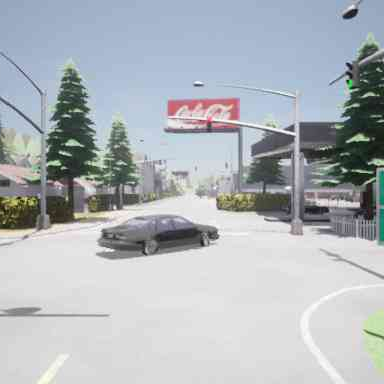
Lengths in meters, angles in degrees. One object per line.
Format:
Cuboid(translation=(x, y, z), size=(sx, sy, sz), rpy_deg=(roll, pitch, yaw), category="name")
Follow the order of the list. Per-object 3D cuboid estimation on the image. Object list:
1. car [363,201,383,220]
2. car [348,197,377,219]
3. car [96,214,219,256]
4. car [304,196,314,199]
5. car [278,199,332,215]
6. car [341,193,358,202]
Cuboid(translation=(18.631, 1.665, 30.636), size=(4.611, 1.667, 2.242), rpy_deg=(0, 0, 0), category="car")
Cuboid(translation=(14.317, 1.499, 24.956), size=(3.866, 1.878, 1.905), rpy_deg=(0, 0, 0), category="car")
Cuboid(translation=(-1.195, 1.633, 13.715), size=(2.033, 1.411, 5.357), rpy_deg=(1, 0, 44), category="car")
Cuboid(translation=(22.368, 1.539, 64.040), size=(1.970, 1.475, 3.806), rpy_deg=(0, 0, 0), category="car")
Cuboid(translation=(12.046, 1.731, 35.812), size=(5.357, 1.411, 2.033), rpy_deg=(0, 0, -15), category="car")
Cuboid(translation=(34.755, 1.475, 71.858), size=(2.007, 1.523, 4.514), rpy_deg=(0, 0, 0), category="car")
